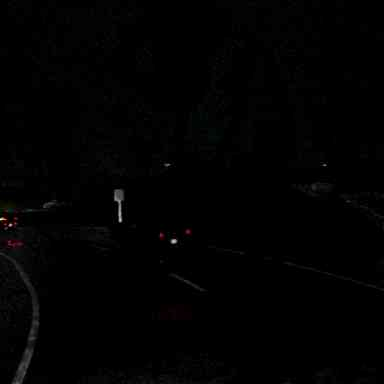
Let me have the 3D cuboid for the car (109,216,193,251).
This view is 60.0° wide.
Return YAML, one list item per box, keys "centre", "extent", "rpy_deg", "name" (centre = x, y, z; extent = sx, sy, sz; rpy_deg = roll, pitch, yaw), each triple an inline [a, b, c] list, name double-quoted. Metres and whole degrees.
- centre: [-2.063, 1.751, 15.100]
  extent: [1.895, 1.301, 4.718]
  rpy_deg: [-2, 0, -37]
  name: "car"

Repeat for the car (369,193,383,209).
- centre: [20.258, 0.941, 35.139]
  extent: [1.812, 1.442, 4.674]
  rpy_deg: [-2, 0, 22]
  name: "car"

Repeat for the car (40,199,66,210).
- centre: [-27.898, 2.599, 68.721]
  extent: [2.150, 2.045, 5.566]
  rpy_deg: [-2, 0, 22]
  name: "car"

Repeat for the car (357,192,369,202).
- centre: [27.603, 0.754, 53.068]
  extent: [1.812, 1.442, 4.674]
  rpy_deg: [-2, 0, 22]
  name: "car"

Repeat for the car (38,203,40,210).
- centre: [-30.334, 3.030, 71.952]
  extent: [1.994, 1.385, 4.181]
  rpy_deg: [-2, 0, 22]
  name: "car"

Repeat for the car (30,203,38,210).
- centre: [-33.566, 3.157, 73.290]
  extent: [1.994, 1.385, 4.181]
  rpy_deg: [-2, 0, 22]
  name: "car"

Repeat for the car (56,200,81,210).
- centre: [-24.643, 2.770, 67.410]
  extent: [1.812, 1.442, 4.674]
  rpy_deg: [-2, 0, 22]
  name: "car"

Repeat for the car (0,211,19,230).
- centre: [-15.194, 2.193, 24.905]
  extent: [4.892, 1.490, 1.837]
  rpy_deg: [-2, -1, 24]
  name: "car"
